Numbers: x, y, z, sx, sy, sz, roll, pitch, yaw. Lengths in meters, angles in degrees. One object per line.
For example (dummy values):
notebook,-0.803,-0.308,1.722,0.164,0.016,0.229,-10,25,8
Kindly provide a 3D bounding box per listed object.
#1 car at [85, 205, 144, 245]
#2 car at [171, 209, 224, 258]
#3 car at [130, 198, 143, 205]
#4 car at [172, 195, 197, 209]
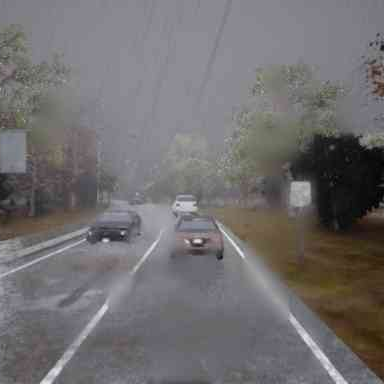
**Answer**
car,-3.526,1.607,16.236,2.033,1.411,5.357,0,0,0
car,0.180,1.599,12.897,2.033,1.411,5.357,0,0,0
car,-9.688,1.681,57.905,1.994,1.385,4.181,2,0,-17
car,-0.797,1.369,33.559,2.150,2.045,5.566,1,0,-6
